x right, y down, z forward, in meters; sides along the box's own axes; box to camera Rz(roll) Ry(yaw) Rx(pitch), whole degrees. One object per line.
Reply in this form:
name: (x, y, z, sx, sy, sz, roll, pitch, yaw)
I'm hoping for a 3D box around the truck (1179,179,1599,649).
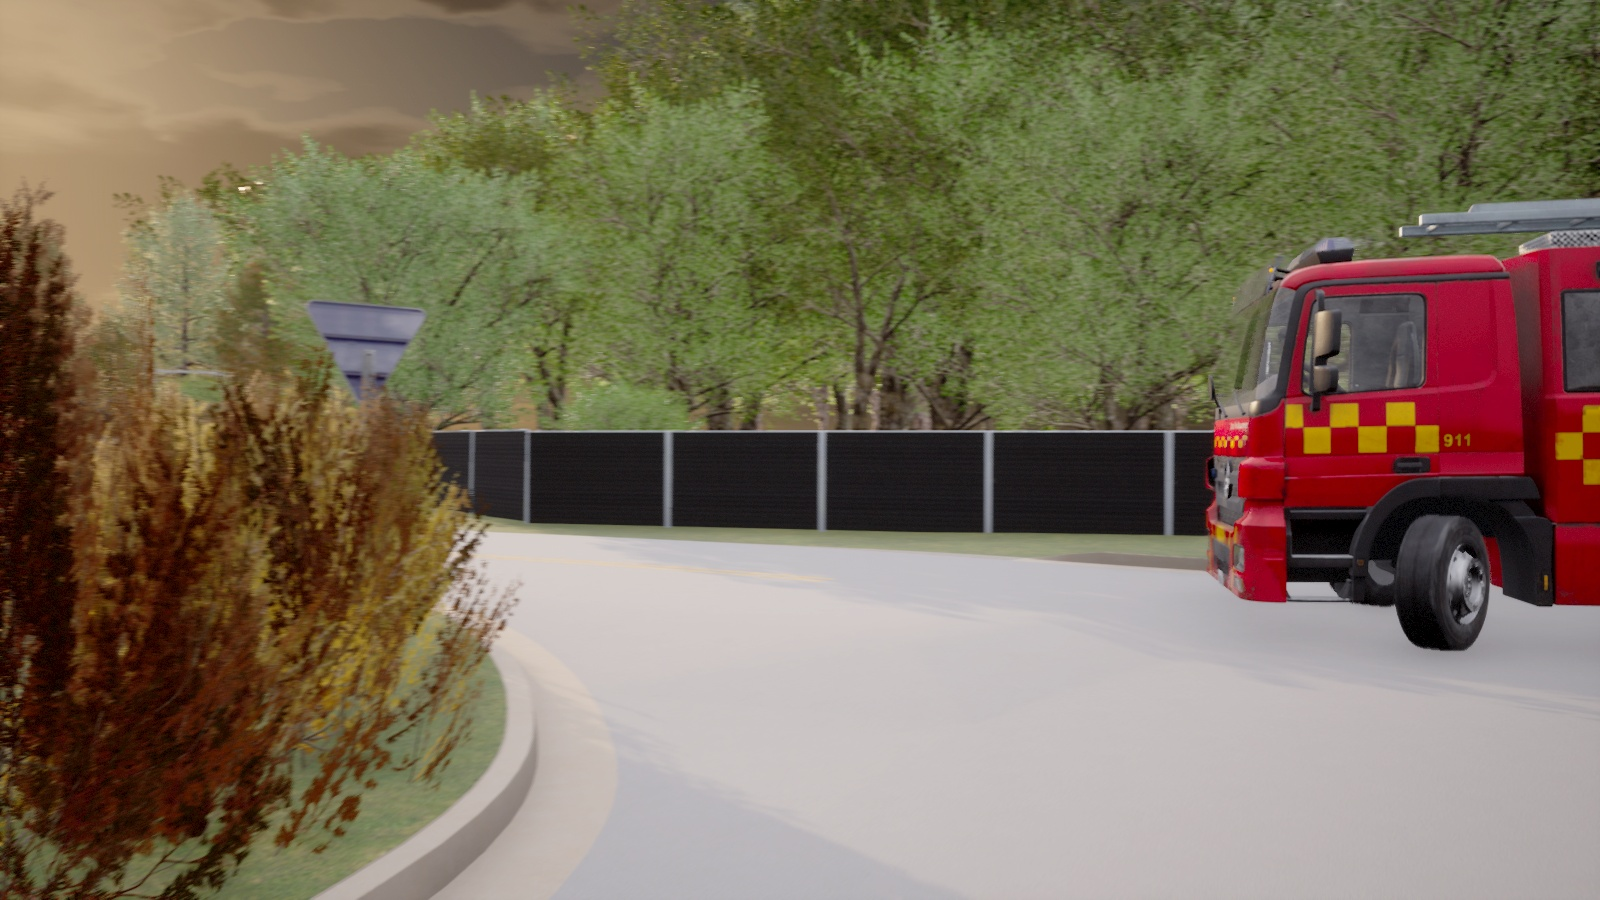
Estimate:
truck: (8.030, -0.323, 11.410, 8.468, 3.827, 2.891, -1, 0, 11)
